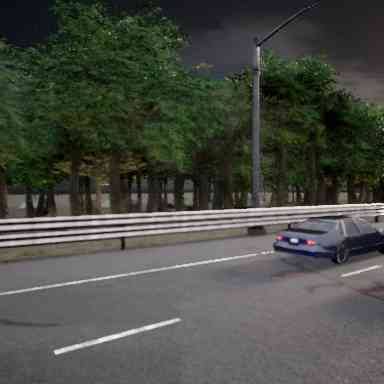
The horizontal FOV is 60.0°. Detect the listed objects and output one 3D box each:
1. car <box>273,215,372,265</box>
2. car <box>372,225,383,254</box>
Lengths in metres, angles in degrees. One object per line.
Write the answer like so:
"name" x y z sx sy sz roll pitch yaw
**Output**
"car" 5.204 1.547 11.759 5.357 1.411 2.033 0 0 -36
"car" 7.274 1.547 8.938 5.357 1.411 2.033 0 0 -36
